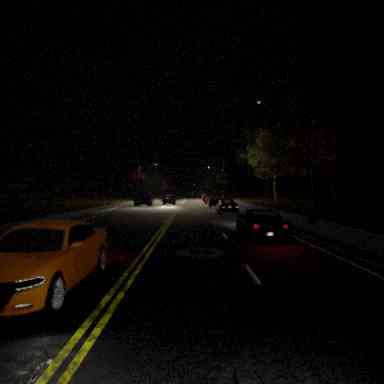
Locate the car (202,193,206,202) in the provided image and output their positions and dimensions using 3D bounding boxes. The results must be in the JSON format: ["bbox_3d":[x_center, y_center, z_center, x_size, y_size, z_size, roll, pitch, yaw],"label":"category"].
[{"bbox_3d":[3.176,1.066,55.083,2.097,1.767,4.553,0,0,0],"label":"car"}]

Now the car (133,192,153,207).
[{"bbox_3d":[-6.648,0.967,45.966,2.150,2.045,5.566,0,1,0],"label":"car"}]

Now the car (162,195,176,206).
[{"bbox_3d":[-3.396,1.224,49.969,2.128,1.511,4.902,0,0,0],"label":"car"}]

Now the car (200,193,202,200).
[{"bbox_3d":[3.161,1.027,66.084,2.097,1.767,4.553,0,0,0],"label":"car"}]

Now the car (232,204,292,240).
[{"bbox_3d":[3.328,1.489,16.374,1.895,1.301,4.718,0,0,0],"label":"car"}]

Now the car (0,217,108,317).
[{"bbox_3d":[-3.361,1.422,7.673,1.882,1.535,5.008,0,0,0],"label":"car"}]

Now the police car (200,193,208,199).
[{"bbox_3d":[3.131,1.027,88.228,1.930,1.638,5.238,0,0,0],"label":"police car"}]

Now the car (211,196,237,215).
[{"bbox_3d":[3.317,1.353,31.754,2.033,1.411,5.357,0,0,-1],"label":"car"}]

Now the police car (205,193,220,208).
[{"bbox_3d":[3.190,1.180,44.222,1.930,1.638,5.238,0,0,0],"label":"police car"}]
